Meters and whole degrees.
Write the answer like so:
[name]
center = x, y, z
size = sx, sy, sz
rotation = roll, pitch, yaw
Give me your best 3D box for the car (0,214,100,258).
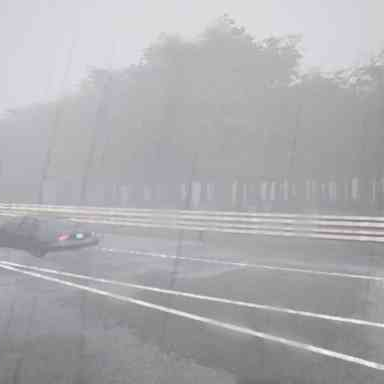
[car]
center = -5.961, 1.553, 12.741
size = 5.357, 1.411, 2.033
rotation = 0, 0, 32
